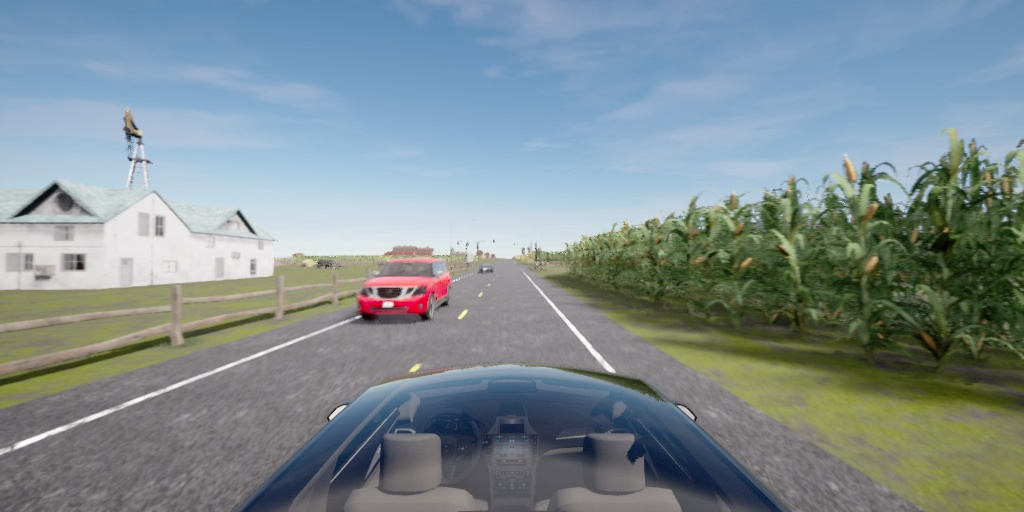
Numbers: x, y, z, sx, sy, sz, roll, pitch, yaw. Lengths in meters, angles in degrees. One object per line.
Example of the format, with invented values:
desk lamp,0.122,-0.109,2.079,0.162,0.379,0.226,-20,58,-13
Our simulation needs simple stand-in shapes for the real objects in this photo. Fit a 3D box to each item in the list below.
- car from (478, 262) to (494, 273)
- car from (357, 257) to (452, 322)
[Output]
car,-3.560,1.618,49.964,2.128,1.511,4.902,0,0,0
car,-3.602,1.068,13.170,2.150,2.045,5.566,0,0,0
